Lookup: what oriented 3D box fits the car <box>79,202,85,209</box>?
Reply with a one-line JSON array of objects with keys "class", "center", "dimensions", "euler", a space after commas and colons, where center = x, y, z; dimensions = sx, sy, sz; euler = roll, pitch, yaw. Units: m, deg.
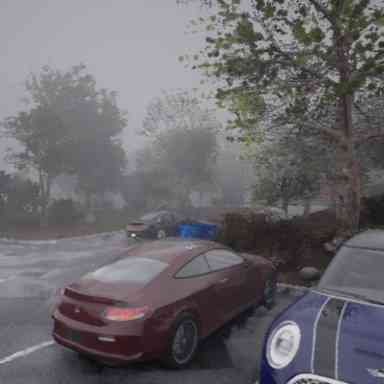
[{"class": "car", "center": [-19.995, 2.445, 58.297], "dimensions": [2.097, 1.767, 4.553], "euler": [-4, -2, 44]}]

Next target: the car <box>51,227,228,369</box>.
[{"class": "car", "center": [-0.078, 1.535, 5.831], "dimensions": [2.002, 1.452, 4.674], "euler": [0, 0, 35]}]

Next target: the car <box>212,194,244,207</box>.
[{"class": "car", "center": [5.980, 1.451, 55.628], "dimensions": [5.566, 2.045, 2.150], "euler": [-3, -1, 35]}]

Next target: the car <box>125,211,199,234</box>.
[{"class": "car", "center": [-1.432, 1.813, 18.161], "dimensions": [1.837, 1.490, 4.892], "euler": [-3, -1, 37]}]

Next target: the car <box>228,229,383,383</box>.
[{"class": "car", "center": [2.542, 1.353, 4.045], "dimensions": [2.185, 1.767, 4.553], "euler": [0, 0, 35]}]
